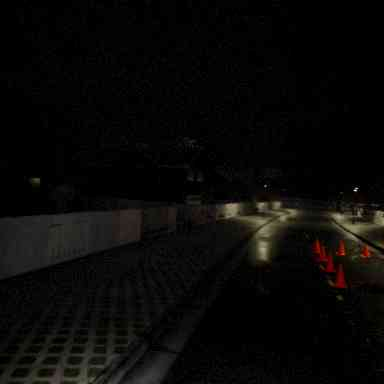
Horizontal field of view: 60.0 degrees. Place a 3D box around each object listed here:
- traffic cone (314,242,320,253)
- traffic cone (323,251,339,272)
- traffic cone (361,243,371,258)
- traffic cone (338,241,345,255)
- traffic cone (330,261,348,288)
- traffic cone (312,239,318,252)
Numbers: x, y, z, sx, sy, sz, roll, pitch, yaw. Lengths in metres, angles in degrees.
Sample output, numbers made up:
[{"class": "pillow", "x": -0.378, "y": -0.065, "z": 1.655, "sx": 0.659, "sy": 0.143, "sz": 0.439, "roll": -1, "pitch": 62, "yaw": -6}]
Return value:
[{"class": "traffic cone", "x": 5.047, "y": 2.345, "z": 12.872, "sx": 0.340, "sy": 0.580, "sz": 0.340, "roll": 3, "pitch": -1, "yaw": 15}, {"class": "traffic cone", "x": 4.534, "y": 2.299, "z": 10.939, "sx": 0.340, "sy": 0.580, "sz": 0.340, "roll": 3, "pitch": -1, "yaw": 15}, {"class": "traffic cone", "x": 7.490, "y": 2.484, "z": 14.290, "sx": 0.340, "sy": 0.580, "sz": 0.340, "roll": 3, "pitch": -1, "yaw": 15}, {"class": "traffic cone", "x": 6.525, "y": 2.437, "z": 14.547, "sx": 0.340, "sy": 0.580, "sz": 0.340, "roll": 3, "pitch": -1, "yaw": 15}, {"class": "traffic cone", "x": 4.021, "y": 2.253, "z": 9.007, "sx": 0.340, "sy": 0.580, "sz": 0.340, "roll": 3, "pitch": -1, "yaw": 15}, {"class": "traffic cone", "x": 5.560, "y": 2.391, "z": 14.805, "sx": 0.340, "sy": 0.580, "sz": 0.340, "roll": 3, "pitch": -1, "yaw": 15}]
